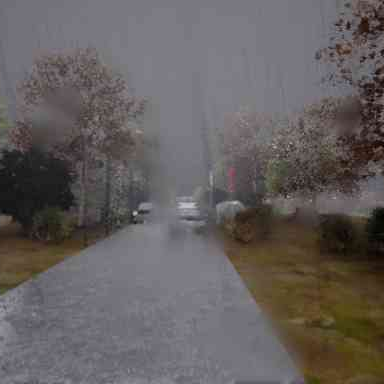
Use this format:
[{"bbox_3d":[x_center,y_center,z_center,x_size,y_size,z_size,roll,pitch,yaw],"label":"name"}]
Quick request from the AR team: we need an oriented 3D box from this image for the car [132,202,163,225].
[{"bbox_3d":[-3.265,1.527,25.335,2.097,1.767,4.553,0,-1,-1],"label":"car"}]

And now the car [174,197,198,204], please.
[{"bbox_3d":[-0.495,1.578,36.368,2.150,2.045,5.566,0,-1,-1],"label":"car"}]

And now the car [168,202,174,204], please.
[{"bbox_3d":[-3.789,2.686,65.643,1.994,1.385,4.181,0,-2,0],"label":"car"}]

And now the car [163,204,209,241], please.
[{"bbox_3d":[-0.155,1.577,17.052,2.128,1.511,4.902,0,-1,-1],"label":"car"}]
